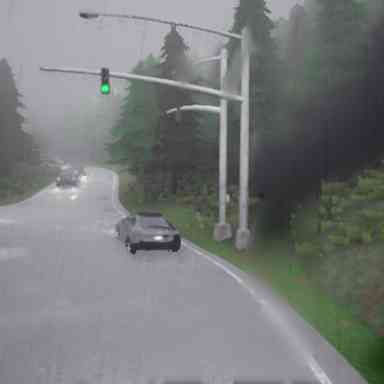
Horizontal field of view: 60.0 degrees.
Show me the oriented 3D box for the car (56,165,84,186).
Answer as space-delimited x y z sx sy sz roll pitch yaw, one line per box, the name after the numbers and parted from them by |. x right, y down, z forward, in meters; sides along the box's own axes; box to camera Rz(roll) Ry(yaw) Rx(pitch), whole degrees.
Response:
-13.703 -1.707 37.023 2.097 1.767 4.553 -1 9 -12 | car

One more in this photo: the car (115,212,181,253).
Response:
-1.927 1.507 13.861 1.994 1.385 4.181 2 3 -21 | car

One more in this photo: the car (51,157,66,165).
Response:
-25.444 -5.765 62.313 4.902 1.511 2.128 10 10 42 | car
